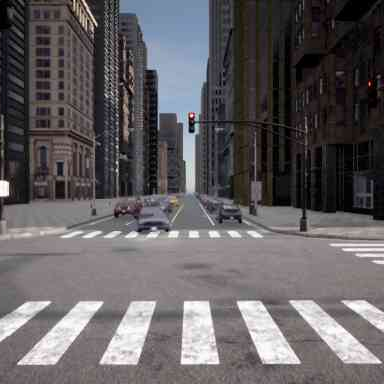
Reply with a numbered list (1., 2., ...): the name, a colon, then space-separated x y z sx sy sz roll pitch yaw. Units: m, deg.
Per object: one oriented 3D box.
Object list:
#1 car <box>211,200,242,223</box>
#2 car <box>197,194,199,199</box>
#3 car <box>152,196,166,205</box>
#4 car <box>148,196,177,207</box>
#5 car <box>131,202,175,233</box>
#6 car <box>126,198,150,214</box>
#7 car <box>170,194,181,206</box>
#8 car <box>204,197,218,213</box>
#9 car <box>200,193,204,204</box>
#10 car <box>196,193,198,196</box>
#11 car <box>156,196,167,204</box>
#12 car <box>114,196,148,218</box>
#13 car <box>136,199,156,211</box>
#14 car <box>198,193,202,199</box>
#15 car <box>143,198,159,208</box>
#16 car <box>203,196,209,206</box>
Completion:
1. car: 2.743 1.551 25.120 2.008 1.369 4.403 0 0 0
2. car: 2.709 1.567 75.885 1.887 1.381 4.507 0 0 0
3. car: -5.805 1.451 58.949 1.967 1.590 4.097 0 0 0
4. car: -3.120 1.495 35.712 2.128 1.511 4.902 0 0 0
5. car: -2.467 1.547 20.041 2.033 1.411 5.357 0 0 -10
6. car: -5.790 1.443 36.387 1.967 1.590 4.097 0 0 0
7. car: -3.107 1.485 50.779 1.882 1.535 5.008 0 0 0
8. car: 2.736 1.553 36.402 2.008 1.369 4.403 0 0 0
9. car: 2.724 1.448 53.323 1.967 1.590 4.097 0 0 0
10. car: 2.701 1.558 87.337 1.752 1.417 4.829 0 0 0
11. car: -5.809 1.539 64.420 1.752 1.417 4.829 0 0 0
12. car: -5.786 1.317 30.746 2.192 1.841 5.009 0 0 0
13. car: -5.793 1.570 42.028 1.947 1.339 4.313 0 0 0
14. car: 2.716 1.454 64.604 1.967 1.590 4.097 0 0 0
15. car: -5.797 1.588 47.668 1.802 1.307 4.206 0 0 0
16. car: 2.732 1.548 42.042 1.887 1.381 4.507 0 0 0
